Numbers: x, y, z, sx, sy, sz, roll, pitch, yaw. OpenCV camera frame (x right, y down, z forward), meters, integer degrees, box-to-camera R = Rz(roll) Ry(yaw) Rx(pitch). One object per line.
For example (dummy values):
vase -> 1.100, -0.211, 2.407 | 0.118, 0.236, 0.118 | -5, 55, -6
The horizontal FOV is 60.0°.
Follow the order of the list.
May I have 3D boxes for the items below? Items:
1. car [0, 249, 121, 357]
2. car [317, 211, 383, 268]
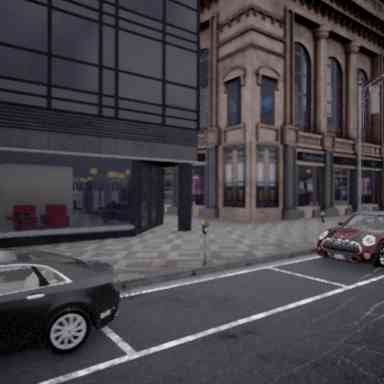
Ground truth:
car -> -3.171, 1.551, 4.494 | 4.403, 1.369, 2.008 | 0, 1, -35
car -> 5.987, 1.377, 11.026 | 4.097, 1.590, 1.967 | 0, 1, -35
